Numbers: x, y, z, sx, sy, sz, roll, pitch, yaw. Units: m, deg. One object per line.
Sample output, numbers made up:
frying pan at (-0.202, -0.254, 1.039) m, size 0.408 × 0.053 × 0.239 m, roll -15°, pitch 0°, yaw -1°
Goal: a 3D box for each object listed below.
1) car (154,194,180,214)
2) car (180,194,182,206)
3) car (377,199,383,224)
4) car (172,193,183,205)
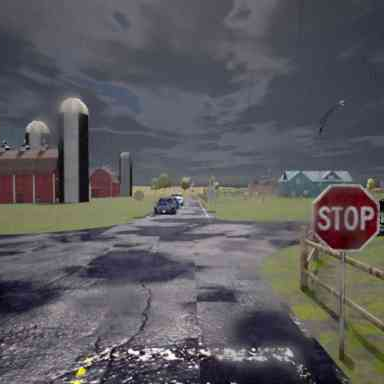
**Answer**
car at (-2.738, 1.346, 34.974) m, size 2.097 × 1.767 × 4.553 m, roll 0°, pitch 0°, yaw 0°
car at (-2.706, 1.471, 45.246) m, size 1.882 × 1.535 × 5.008 m, roll 0°, pitch 0°, yaw 1°
car at (12.708, 1.181, 21.347) m, size 4.892 × 1.490 × 1.837 m, roll -1°, pitch 1°, yaw -13°
car at (-2.661, 1.211, 56.549) m, size 2.150 × 2.045 × 5.566 m, roll 0°, pitch 0°, yaw 1°
